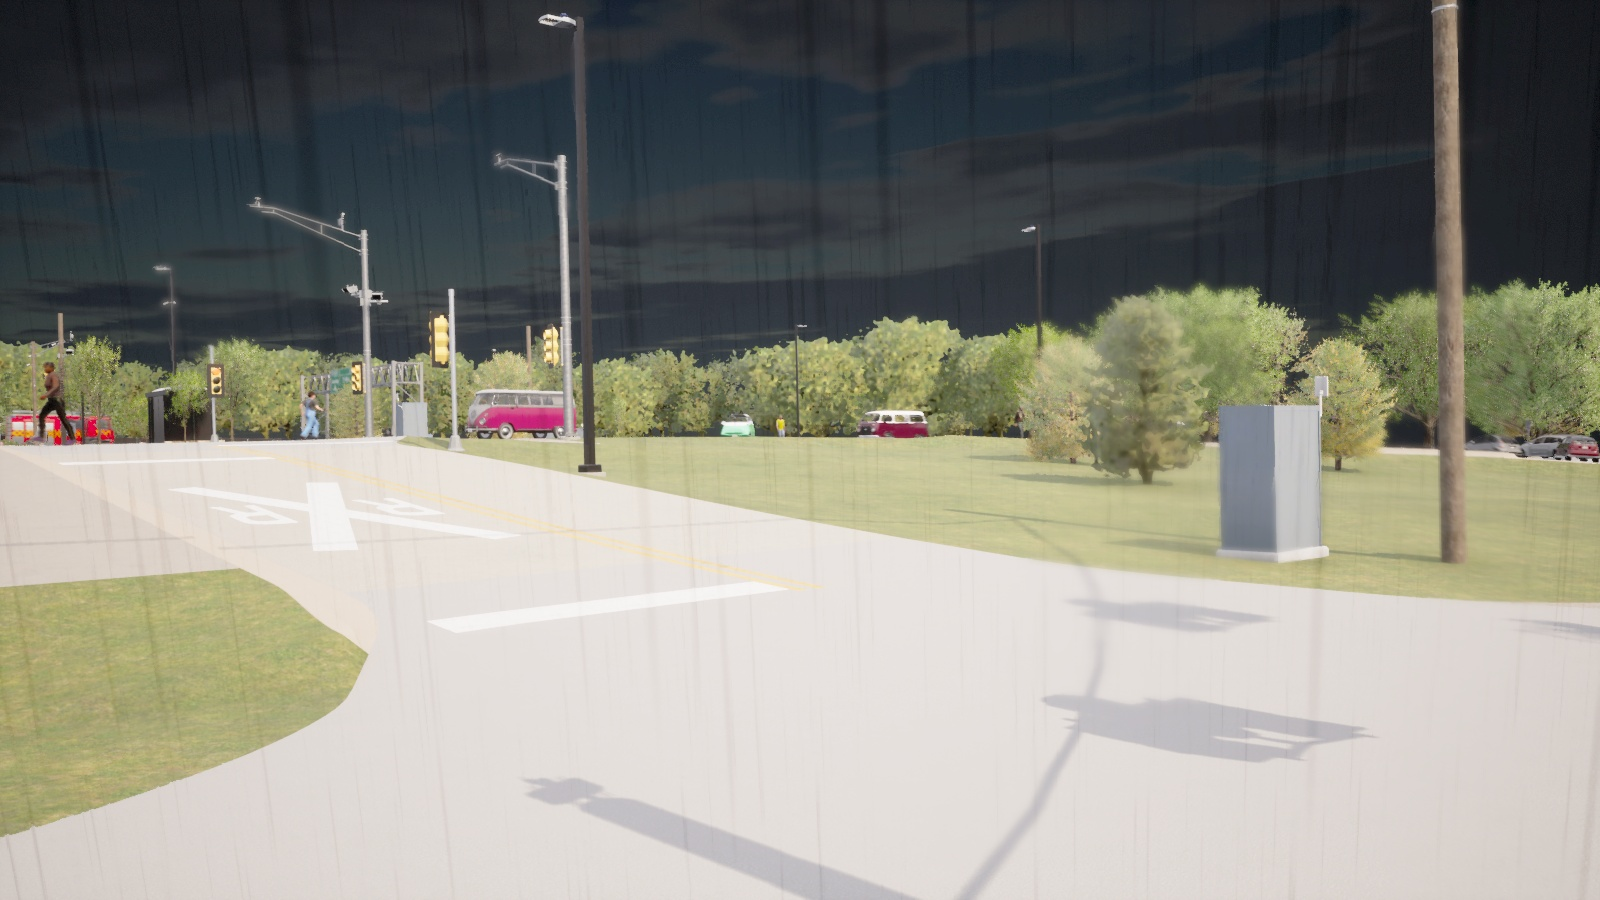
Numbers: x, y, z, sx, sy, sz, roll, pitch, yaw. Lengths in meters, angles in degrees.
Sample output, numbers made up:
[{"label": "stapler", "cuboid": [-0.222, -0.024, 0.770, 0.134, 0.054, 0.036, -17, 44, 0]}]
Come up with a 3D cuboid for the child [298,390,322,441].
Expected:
[{"label": "child", "cuboid": [-12.174, -0.857, 31.191, 0.270, 1.263, 0.437, -1, 1, 40]}]

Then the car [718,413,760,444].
[{"label": "car", "cuboid": [-2.890, -1.026, 59.792, 1.481, 1.376, 2.207, -1, -1, 12]}]

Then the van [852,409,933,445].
[{"label": "van", "cuboid": [5.367, -1.295, 72.908, 4.480, 2.038, 2.069, 0, 0, -39]}]

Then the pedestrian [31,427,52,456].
[{"label": "pedestrian", "cuboid": [-49.004, -0.570, 81.118, 0.900, 1.855, 0.874, -1, 1, 40]}]

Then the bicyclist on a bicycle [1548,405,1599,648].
[{"label": "bicyclist on a bicycle", "cuboid": [6.776, 0.611, 9.410, 1.843, 1.776, 0.659, 3, -1, 6]}]

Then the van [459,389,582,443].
[{"label": "van", "cuboid": [-10.932, -1.311, 49.344, 1.775, 1.987, 4.442, -1, 0, 44]}]

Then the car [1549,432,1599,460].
[{"label": "car", "cuboid": [46.973, -0.234, 76.121, 1.789, 1.549, 3.705, 4, 1, 18]}]

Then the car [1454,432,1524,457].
[{"label": "car", "cuboid": [46.532, -0.373, 84.871, 1.851, 1.617, 3.988, 2, 0, -16]}]

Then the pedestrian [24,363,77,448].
[{"label": "pedestrian", "cuboid": [-16.180, -0.959, 27.117, 0.328, 1.805, 0.869, -1, 1, 36]}]
